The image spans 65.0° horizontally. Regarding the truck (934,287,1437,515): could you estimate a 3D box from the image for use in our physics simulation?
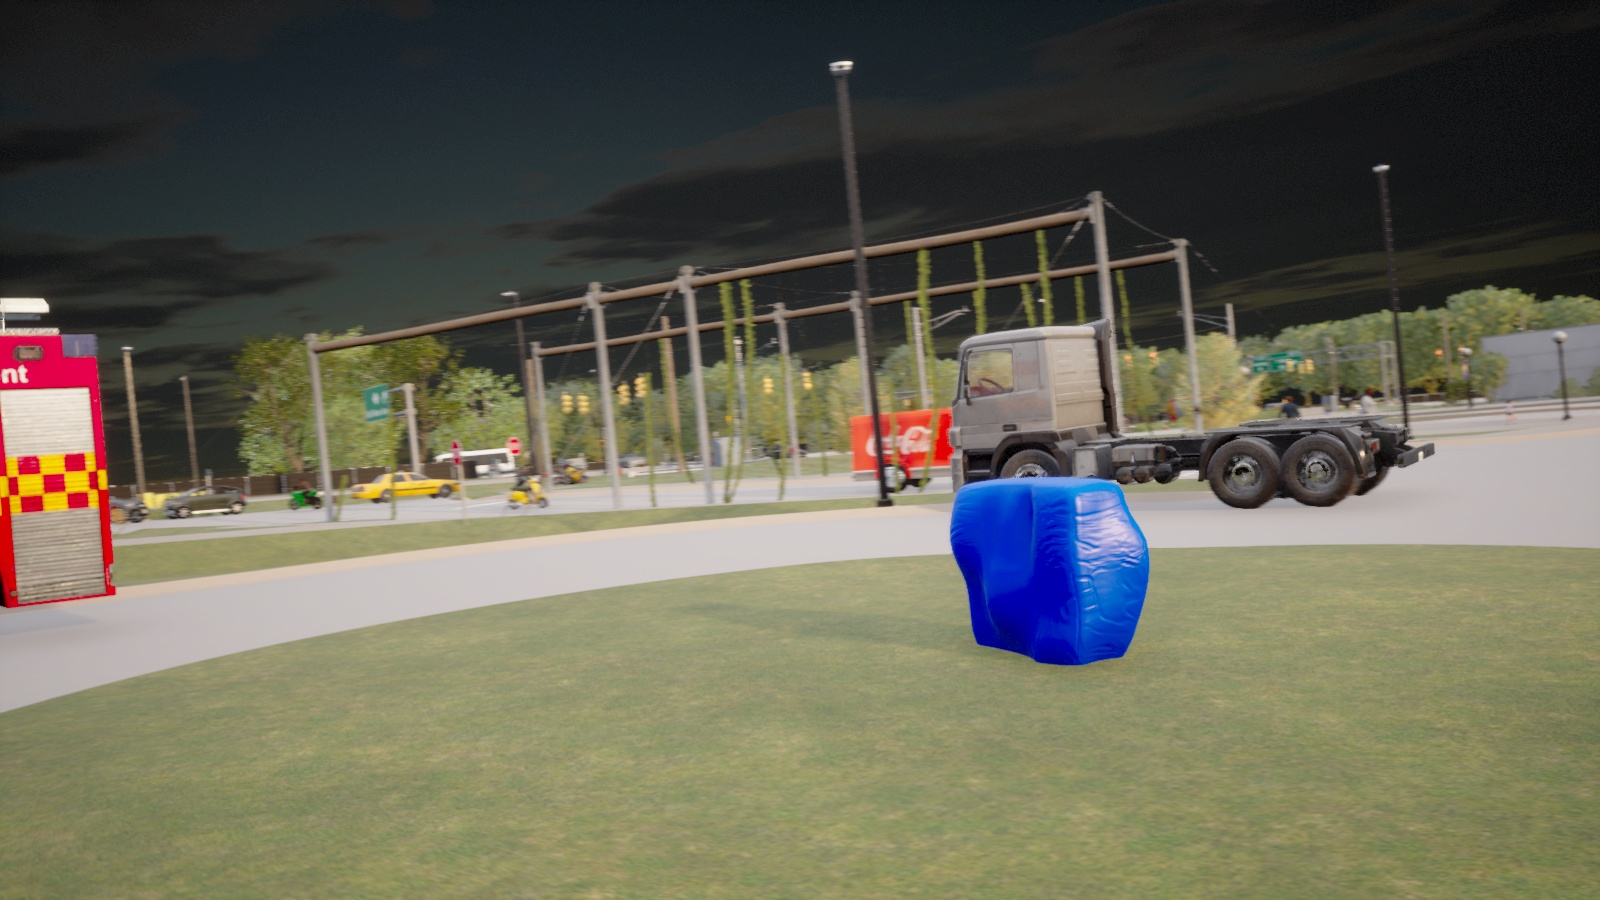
[{"bbox_3d":[6.691,-0.723,22.520,7.936,3.462,2.891,-2,3,36],"label":"truck"}]

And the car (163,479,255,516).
[{"bbox_3d":[-29.561,2.375,62.829,3.705,1.549,1.789,-3,-1,-43],"label":"car"}]

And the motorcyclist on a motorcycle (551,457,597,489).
[{"bbox_3d":[-12.289,1.244,68.337,2.191,1.530,0.866,-4,-1,-39],"label":"motorcyclist on a motorcycle"}]

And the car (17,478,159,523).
[{"bbox_3d":[-31.764,2.239,56.181,5.027,1.651,2.152,-3,-1,-6],"label":"car"}]

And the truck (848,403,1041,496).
[{"bbox_3d":[4.479,-0.017,38.901,5.204,2.467,2.627,-4,1,26],"label":"truck"}]

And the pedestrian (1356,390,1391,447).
[{"bbox_3d":[19.695,-1.093,43.082,0.900,1.855,0.874,-5,1,27],"label":"pedestrian"}]

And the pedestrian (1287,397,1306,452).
[{"bbox_3d":[16.720,-0.860,42.301,0.370,1.835,0.726,-5,1,15],"label":"pedestrian"}]

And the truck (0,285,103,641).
[{"bbox_3d":[-12.143,0.387,12.554,8.468,3.827,2.891,-4,0,-38],"label":"truck"}]

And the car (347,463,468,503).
[{"bbox_3d":[-19.542,1.623,62.670,5.366,1.575,1.801,-4,-1,-35],"label":"car"}]

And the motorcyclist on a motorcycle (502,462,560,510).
[{"bbox_3d":[-9.784,1.308,45.672,1.817,1.590,0.866,-3,1,26],"label":"motorcyclist on a motorcycle"}]

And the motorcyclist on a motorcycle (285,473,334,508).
[{"bbox_3d":[-22.773,1.881,58.299,2.044,1.523,0.797,-3,1,23],"label":"motorcyclist on a motorcycle"}]
